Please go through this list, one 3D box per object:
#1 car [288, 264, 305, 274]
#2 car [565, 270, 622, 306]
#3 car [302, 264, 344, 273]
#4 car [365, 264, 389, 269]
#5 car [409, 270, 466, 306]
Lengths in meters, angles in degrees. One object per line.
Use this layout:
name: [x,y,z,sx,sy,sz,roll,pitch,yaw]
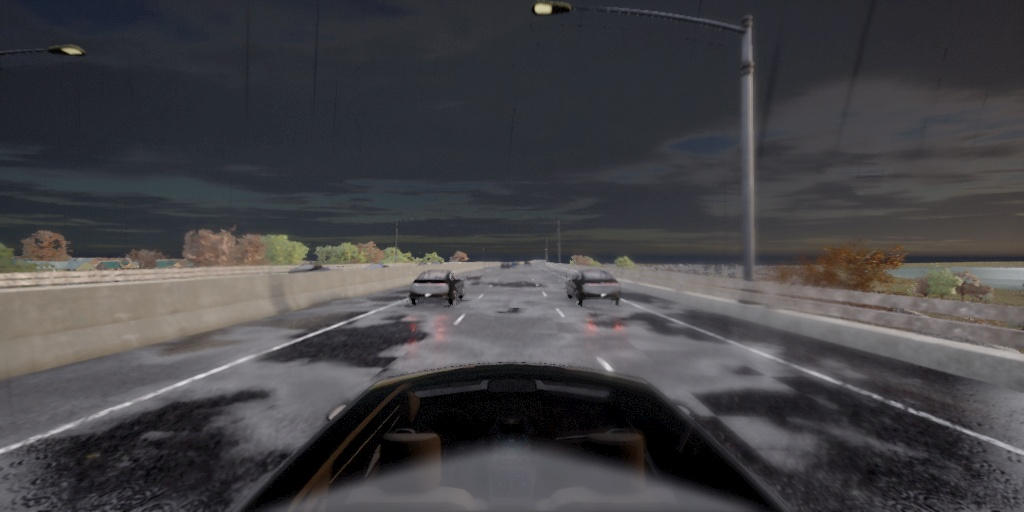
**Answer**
car: [-20.717,1.550,36.796,1.882,1.535,5.008,0,-1,1]
car: [3.672,1.386,16.748,2.128,1.511,4.902,0,-1,0]
car: [-17.281,1.647,33.943,1.895,1.301,4.718,0,-1,1]
car: [-13.722,1.556,36.580,1.882,1.535,5.008,0,-1,1]
car: [-3.328,1.377,16.681,2.128,1.511,4.902,0,-1,0]
